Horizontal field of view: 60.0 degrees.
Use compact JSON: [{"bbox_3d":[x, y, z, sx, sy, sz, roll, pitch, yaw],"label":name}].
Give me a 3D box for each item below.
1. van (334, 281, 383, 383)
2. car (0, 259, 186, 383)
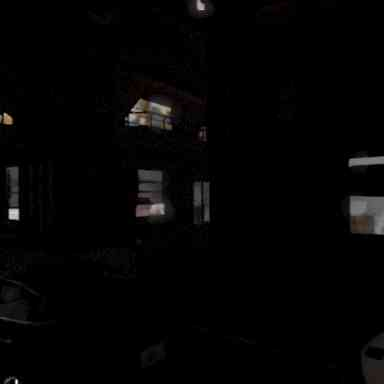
[{"bbox_3d":[2.541,1.338,1.079,3.998,1.788,1.690,0,-1,36],"label":"van"},{"bbox_3d":[-2.058,1.573,4.355,4.313,1.339,1.947,0,-1,36],"label":"car"}]
